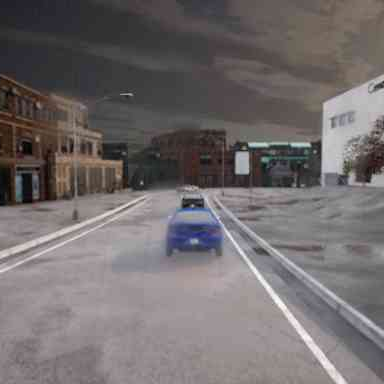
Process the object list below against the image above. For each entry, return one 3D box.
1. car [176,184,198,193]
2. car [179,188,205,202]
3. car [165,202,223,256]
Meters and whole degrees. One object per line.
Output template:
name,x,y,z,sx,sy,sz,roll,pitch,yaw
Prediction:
car,-0.799,-0.553,53.904,1.895,1.301,4.718,2,4,28
car,0.077,0.777,28.338,1.882,1.535,5.008,0,3,0
car,0.074,1.346,12.656,1.882,1.535,5.008,0,0,0
